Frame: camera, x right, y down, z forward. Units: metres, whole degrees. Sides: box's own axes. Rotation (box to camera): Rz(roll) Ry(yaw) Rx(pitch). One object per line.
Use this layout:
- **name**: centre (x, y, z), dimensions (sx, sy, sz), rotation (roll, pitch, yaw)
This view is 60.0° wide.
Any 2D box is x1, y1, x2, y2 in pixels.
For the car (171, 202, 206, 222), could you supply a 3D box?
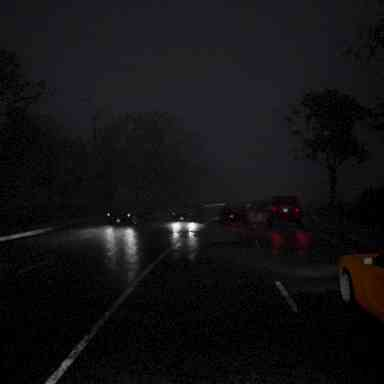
- **car**: centre (-0.117, 1.537, 26.988), dimensions (2.033, 1.411, 5.357), rotation (0, 0, 14)

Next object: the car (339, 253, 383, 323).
- **car**: centre (3.872, 1.487, 4.909), dimensions (1.882, 1.535, 5.008), rotation (0, 0, 3)

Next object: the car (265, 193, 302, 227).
- **car**: centre (6.468, 1.238, 23.513), dimensions (2.150, 2.045, 5.566), rotation (0, 0, 13)

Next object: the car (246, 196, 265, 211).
- **car**: centre (8.375, 1.510, 41.172), dimensions (2.128, 1.511, 4.902), rotation (0, 0, 21)

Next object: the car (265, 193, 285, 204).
- **car**: centre (16.132, 1.260, 64.405), dimensions (2.150, 2.045, 5.566), rotation (0, 0, 32)

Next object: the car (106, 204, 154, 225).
- **car**: centre (-4.369, 1.576, 23.951), dimensions (1.895, 1.301, 4.718), rotation (0, 0, 12)

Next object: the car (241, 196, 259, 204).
- **car**: centre (10.984, 1.533, 62.637), dimensions (1.812, 1.442, 4.674), rotation (0, 0, 31)

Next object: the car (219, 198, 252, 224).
- **car**: centre (3.212, 1.481, 24.714), dimensions (1.882, 1.535, 5.008), rotation (0, 0, 13)
